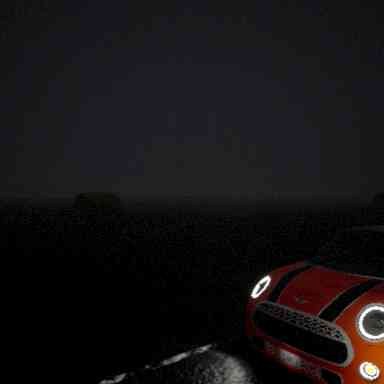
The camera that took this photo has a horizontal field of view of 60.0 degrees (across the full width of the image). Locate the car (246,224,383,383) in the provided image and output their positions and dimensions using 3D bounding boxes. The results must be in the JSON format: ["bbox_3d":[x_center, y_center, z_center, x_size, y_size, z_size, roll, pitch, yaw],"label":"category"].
[{"bbox_3d":[2.975,1.351,5.184,4.553,1.767,2.097,0,0,-35],"label":"car"}]
